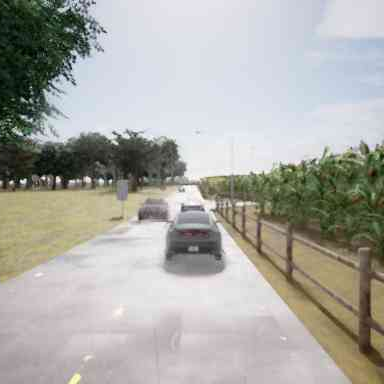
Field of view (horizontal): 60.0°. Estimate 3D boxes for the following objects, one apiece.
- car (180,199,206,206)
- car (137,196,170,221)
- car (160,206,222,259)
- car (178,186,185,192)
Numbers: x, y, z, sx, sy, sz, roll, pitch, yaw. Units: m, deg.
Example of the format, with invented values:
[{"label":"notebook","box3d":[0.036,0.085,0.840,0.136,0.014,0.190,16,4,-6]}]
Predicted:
[{"label":"car","box3d":[0.052,1.288,26.056,2.128,1.511,4.902,0,1,0]},{"label":"car","box3d":[-2.825,1.158,25.439,2.097,1.767,4.553,0,1,0]},{"label":"car","box3d":[0.062,1.468,12.347,1.837,1.490,4.892,0,0,0]},{"label":"car","box3d":[-2.770,-0.796,88.947,2.128,1.511,4.902,0,3,0]}]
